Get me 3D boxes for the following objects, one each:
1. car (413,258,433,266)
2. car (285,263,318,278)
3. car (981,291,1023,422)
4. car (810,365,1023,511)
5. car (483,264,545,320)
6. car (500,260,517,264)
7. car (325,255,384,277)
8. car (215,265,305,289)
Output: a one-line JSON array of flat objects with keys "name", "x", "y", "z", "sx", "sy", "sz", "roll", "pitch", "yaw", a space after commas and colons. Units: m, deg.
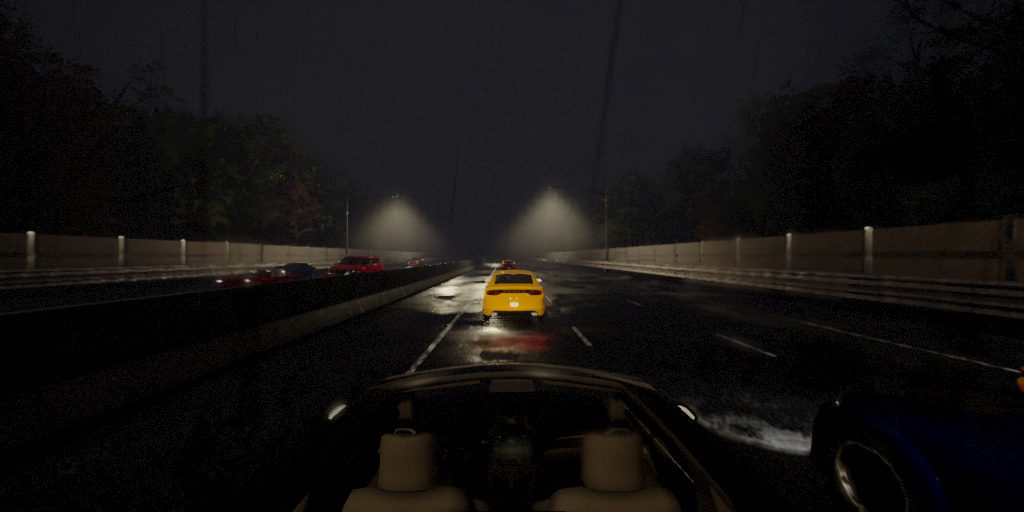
[{"name": "car", "x": -15.086, "y": 1.316, "z": 62.527, "sx": 2.033, "sy": 1.411, "sz": 5.357, "roll": 0, "pitch": 0, "yaw": -1}, {"name": "car", "x": -17.835, "y": 1.286, "z": 29.483, "sx": 1.812, "sy": 1.442, "sz": 4.674, "roll": 0, "pitch": 0, "yaw": -1}, {"name": "car", "x": 7.091, "y": 1.226, "z": 2.200, "sx": 1.882, "sy": 1.535, "sz": 5.008, "roll": 0, "pitch": 0, "yaw": 0}, {"name": "car", "x": 3.591, "y": 1.313, "z": 1.372, "sx": 1.994, "sy": 1.385, "sz": 4.181, "roll": 0, "pitch": 0, "yaw": 0}, {"name": "car", "x": 0.053, "y": 1.232, "z": 12.679, "sx": 1.882, "sy": 1.535, "sz": 5.008, "roll": 0, "pitch": 0, "yaw": 0}, {"name": "car", "x": -0.415, "y": 1.243, "z": 43.514, "sx": 1.882, "sy": 1.535, "sz": 5.008, "roll": 0, "pitch": 0, "yaw": -1}, {"name": "car", "x": -10.770, "y": 0.981, "z": 25.088, "sx": 2.150, "sy": 2.045, "sz": 5.566, "roll": 0, "pitch": 0, "yaw": -1}, {"name": "car", "x": -14.213, "y": 1.359, "z": 20.420, "sx": 1.895, "sy": 1.301, "sz": 4.718, "roll": 0, "pitch": 0, "yaw": -1}]
